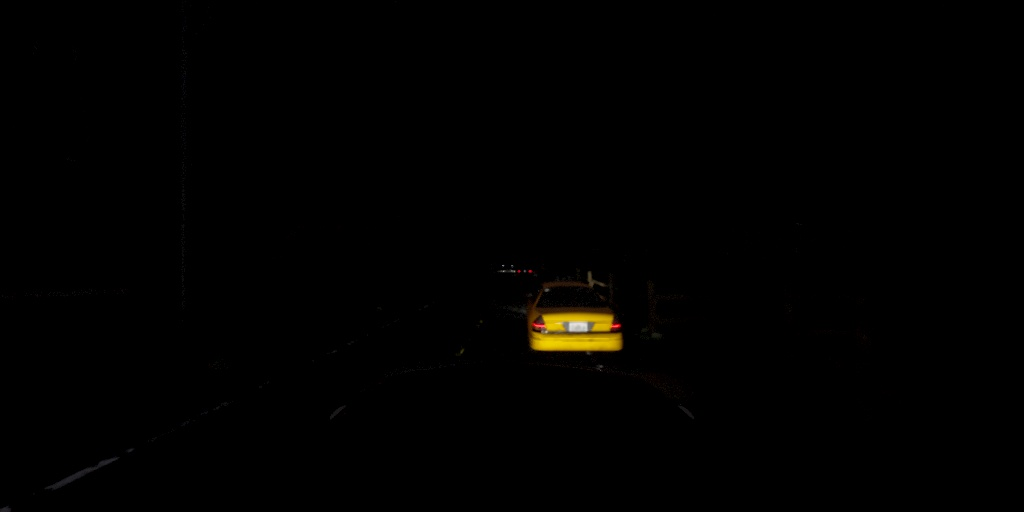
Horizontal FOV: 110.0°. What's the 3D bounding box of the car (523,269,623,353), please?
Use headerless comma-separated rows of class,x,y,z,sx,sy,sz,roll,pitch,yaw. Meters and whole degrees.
car,1.265,1.261,8.945,1.801,1.575,5.366,0,0,2

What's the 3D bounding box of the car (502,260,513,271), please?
car,-0.665,1.648,61.991,2.097,1.767,4.553,0,-1,2

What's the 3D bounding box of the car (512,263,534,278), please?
car,1.391,1.617,38.842,2.033,1.411,5.357,0,-1,2
